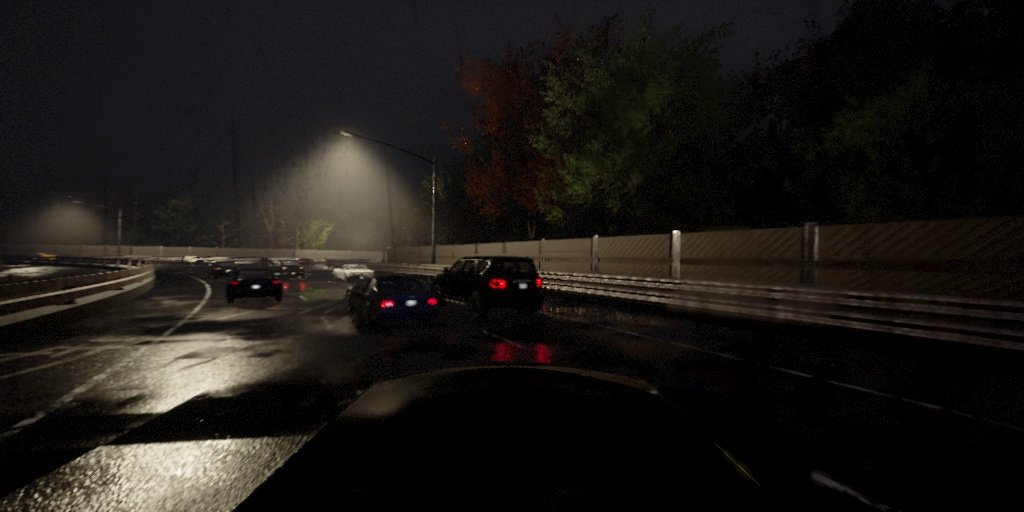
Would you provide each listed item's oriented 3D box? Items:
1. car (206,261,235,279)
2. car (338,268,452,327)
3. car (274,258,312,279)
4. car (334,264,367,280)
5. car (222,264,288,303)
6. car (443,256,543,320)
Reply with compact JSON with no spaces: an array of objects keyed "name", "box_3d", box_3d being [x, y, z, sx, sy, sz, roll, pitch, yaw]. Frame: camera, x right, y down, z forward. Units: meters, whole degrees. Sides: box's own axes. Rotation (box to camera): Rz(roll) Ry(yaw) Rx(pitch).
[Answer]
[{"name":"car","box_3d":[-23.553,1.110,29.375,4.181,1.385,1.994,1,-1,43]},{"name":"car","box_3d":[-4.075,1.296,11.698,2.033,1.411,5.357,1,0,-33]},{"name":"car","box_3d":[-18.567,1.119,29.423,2.128,1.511,4.902,1,-1,-45]},{"name":"car","box_3d":[-12.710,1.318,28.613,1.895,1.301,4.718,1,0,-40]},{"name":"car","box_3d":[-11.667,1.218,16.259,1.994,1.385,4.181,1,-1,-37]},{"name":"car","box_3d":[-1.123,1.026,13.357,2.150,2.045,5.566,1,-1,-33]}]
